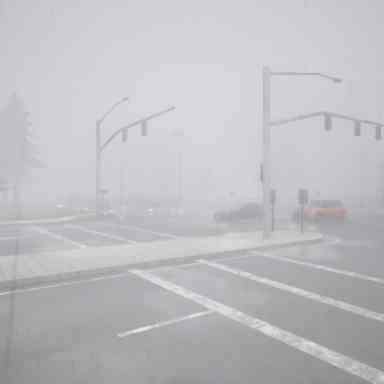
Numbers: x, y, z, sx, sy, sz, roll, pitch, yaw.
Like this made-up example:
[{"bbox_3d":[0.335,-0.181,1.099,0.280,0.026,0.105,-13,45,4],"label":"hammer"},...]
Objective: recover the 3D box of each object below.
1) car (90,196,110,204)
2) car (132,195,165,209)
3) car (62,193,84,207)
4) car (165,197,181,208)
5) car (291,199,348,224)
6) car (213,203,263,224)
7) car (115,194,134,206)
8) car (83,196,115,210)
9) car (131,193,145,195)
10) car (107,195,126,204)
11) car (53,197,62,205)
[{"bbox_3d":[-17.345,1.491,62.794,2.128,1.511,4.902,0,0,-35],"label":"car"},{"bbox_3d":[-6.250,1.505,46.880,1.837,1.490,4.892,0,0,-35],"label":"car"},{"bbox_3d":[-17.713,1.221,51.032,2.150,2.045,5.566,0,0,-35],"label":"car"},{"bbox_3d":[-3.468,1.505,49.008,1.837,1.490,4.892,0,0,-35],"label":"car"},{"bbox_3d":[9.414,1.352,24.543,4.553,1.767,2.097,0,0,-35],"label":"car"},{"bbox_3d":[3.745,1.526,24.880,4.674,1.442,1.812,0,0,-35],"label":"car"},{"bbox_3d":[-11.491,1.505,54.371,1.837,1.490,4.892,0,0,-35],"label":"car"},{"bbox_3d":[-12.049,1.505,42.956,1.837,1.490,4.892,0,0,-35],"label":"car"},{"bbox_3d":[-9.006,1.222,56.931,2.150,2.045,5.566,0,0,-35],"label":"car"},{"bbox_3d":[-14.795,1.478,65.282,1.882,1.535,5.008,0,0,-34],"label":"car"},{"bbox_3d":[-23.409,1.564,59.250,1.994,1.385,4.181,0,0,-34],"label":"car"}]
